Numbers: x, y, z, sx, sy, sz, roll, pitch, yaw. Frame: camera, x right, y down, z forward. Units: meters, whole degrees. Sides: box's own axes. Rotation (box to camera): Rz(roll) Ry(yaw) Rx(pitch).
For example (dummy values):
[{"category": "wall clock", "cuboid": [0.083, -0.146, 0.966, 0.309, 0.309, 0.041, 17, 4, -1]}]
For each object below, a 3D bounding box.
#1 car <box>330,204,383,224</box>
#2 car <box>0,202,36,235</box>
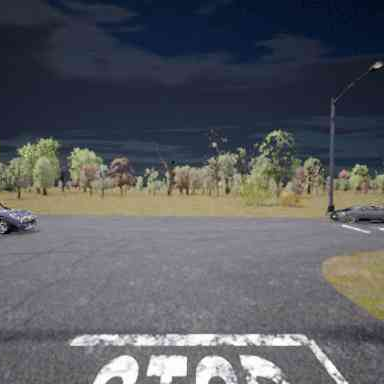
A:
[{"category": "car", "cuboid": [12.239, 1.583, 23.888, 4.181, 1.385, 1.994, 0, 1, 0]}, {"category": "car", "cuboid": [-10.490, 1.169, 17.000, 4.553, 1.767, 2.097, 1, 1, 0]}]
